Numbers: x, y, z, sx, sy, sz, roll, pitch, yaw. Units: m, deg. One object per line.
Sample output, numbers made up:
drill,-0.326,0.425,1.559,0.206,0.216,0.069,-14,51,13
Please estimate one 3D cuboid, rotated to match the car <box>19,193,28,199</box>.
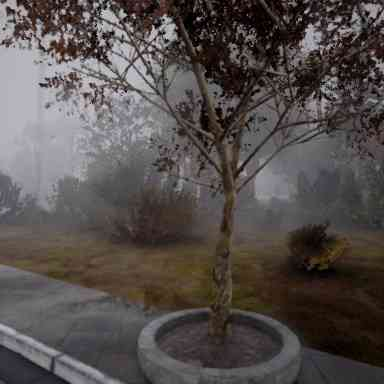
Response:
car,-22.668,1.018,43.065,2.097,1.767,4.553,1,0,32
